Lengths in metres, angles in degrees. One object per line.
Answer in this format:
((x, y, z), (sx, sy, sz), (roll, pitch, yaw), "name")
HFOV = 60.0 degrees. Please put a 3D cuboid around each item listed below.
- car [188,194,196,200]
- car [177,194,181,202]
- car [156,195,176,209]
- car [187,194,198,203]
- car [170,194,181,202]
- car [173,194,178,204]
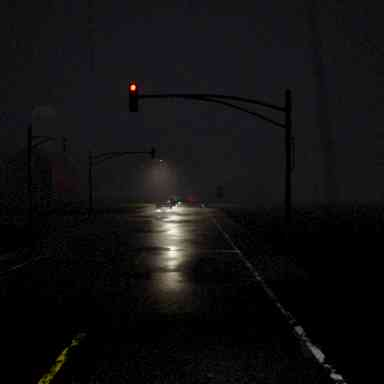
((-0.004, 1.387, 86.362), (1.837, 1.490, 4.892), (0, 0, 0), "car")
((-3.562, 1.416, 62.482), (1.882, 1.535, 5.008), (0, 0, 1), "car")
((-3.591, 1.530, 44.470), (1.994, 1.385, 4.181), (0, 0, 0), "car")
((0.097, 1.494, 66.546), (1.994, 1.385, 4.181), (0, 0, 0), "car")
((-3.501, 1.266, 72.458), (2.097, 1.767, 4.553), (0, 0, 0), "car")
((-3.581, 1.479, 53.131), (1.812, 1.442, 4.674), (0, 0, 0), "car")
